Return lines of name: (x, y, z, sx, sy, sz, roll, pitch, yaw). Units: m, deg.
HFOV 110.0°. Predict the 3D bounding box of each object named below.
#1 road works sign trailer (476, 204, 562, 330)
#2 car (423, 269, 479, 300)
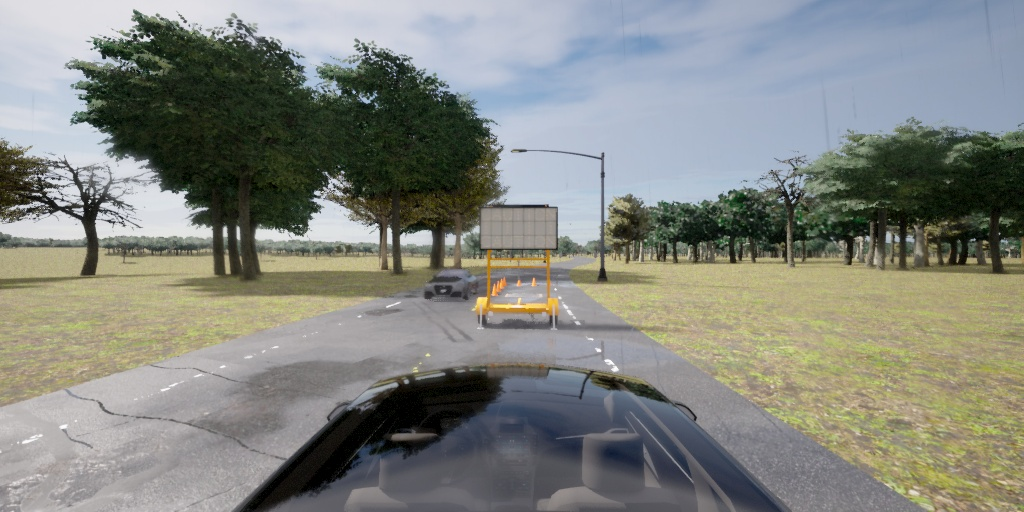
road works sign trailer: (0.208, 0.215, 11.139, 2.380, 3.560, 2.880, 0, 0, 3)
car: (-2.837, 1.316, 17.469, 1.994, 1.385, 4.181, 0, 0, 4)
